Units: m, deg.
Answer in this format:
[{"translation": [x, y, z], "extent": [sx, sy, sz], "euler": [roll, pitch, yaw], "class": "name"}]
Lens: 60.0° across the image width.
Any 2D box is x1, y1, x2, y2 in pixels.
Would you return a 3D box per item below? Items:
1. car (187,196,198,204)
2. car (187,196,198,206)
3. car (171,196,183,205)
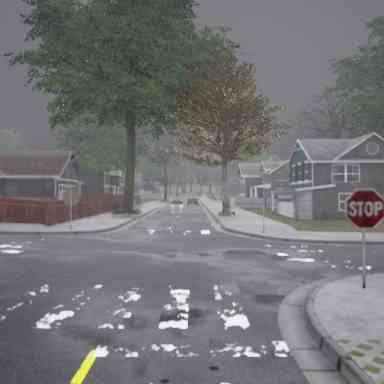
[{"translation": [0.118, 1.557, 66.378], "extent": [2.033, 1.411, 5.357], "euler": [0, 0, 0], "class": "car"}, {"translation": [0.099, 1.514, 55.955], "extent": [1.837, 1.490, 4.892], "euler": [0, 0, 0], "class": "car"}, {"translation": [-2.643, 1.515, 60.550], "extent": [1.837, 1.490, 4.892], "euler": [0, 0, 0], "class": "car"}]
